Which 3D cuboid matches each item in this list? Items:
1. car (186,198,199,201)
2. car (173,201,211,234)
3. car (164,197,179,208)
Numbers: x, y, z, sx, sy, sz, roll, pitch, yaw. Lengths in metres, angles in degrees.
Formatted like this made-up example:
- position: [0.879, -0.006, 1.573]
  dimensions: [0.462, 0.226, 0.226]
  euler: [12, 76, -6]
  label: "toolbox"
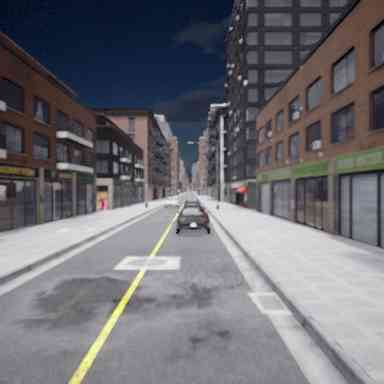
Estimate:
- position: [0.055, 1.413, 37.620]
  dimensions: [2.128, 1.511, 4.902]
  euler: [0, 0, 0]
  label: "car"
- position: [0.073, 1.484, 18.888]
  dimensions: [1.812, 1.442, 4.674]
  euler: [0, 0, 0]
  label: "car"
- position: [-2.799, 1.437, 45.690]
  dimensions: [1.812, 1.442, 4.674]
  euler: [0, 0, 0]
  label: "car"
